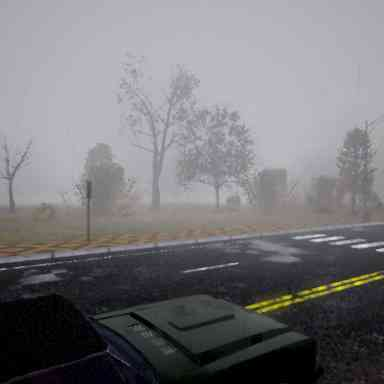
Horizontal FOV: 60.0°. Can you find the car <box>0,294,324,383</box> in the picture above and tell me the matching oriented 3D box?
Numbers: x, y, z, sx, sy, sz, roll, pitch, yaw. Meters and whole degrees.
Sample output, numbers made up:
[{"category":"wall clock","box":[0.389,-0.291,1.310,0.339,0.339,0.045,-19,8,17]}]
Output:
[{"category":"car","box":[-1.056,1.600,2.651,4.718,1.301,1.895,0,0,-35]}]
